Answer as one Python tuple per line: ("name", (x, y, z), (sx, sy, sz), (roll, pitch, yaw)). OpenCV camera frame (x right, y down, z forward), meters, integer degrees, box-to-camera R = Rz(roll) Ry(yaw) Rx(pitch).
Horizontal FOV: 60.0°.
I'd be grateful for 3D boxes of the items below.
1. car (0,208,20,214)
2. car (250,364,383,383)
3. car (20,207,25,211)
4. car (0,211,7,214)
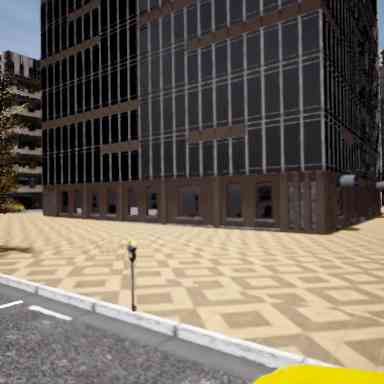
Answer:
("car", (-25.319, 2.184, 43.239), (1.967, 1.590, 4.097), (-2, -2, 35))
("car", (2.233, 1.514, 1.292), (4.829, 1.417, 1.752), (-1, -1, 36))
("car", (-28.974, 2.513, 52.493), (1.752, 1.417, 4.829), (-2, -2, 35))
("car", (-6.681, 1.408, 7.652), (5.009, 1.841, 2.192), (-1, -1, 36))
